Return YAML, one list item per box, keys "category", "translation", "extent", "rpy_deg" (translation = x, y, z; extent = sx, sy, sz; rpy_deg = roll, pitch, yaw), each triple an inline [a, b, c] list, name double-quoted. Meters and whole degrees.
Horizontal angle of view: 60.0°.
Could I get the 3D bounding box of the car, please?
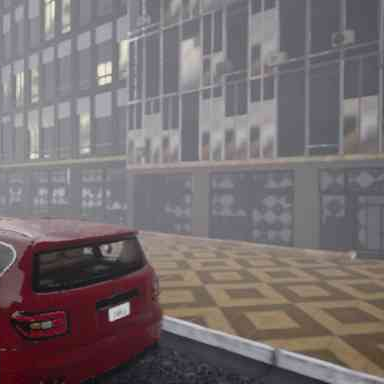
- category: "car"
  translation: [-2.686, 1.289, 4.780]
  extent: [5.009, 1.841, 2.192]
  rpy_deg: [0, 1, 35]
